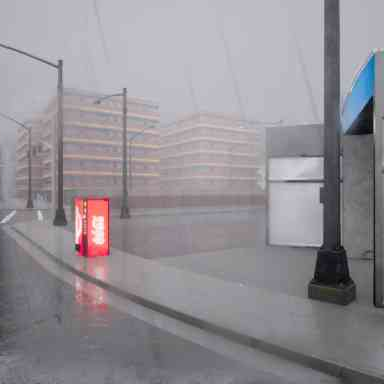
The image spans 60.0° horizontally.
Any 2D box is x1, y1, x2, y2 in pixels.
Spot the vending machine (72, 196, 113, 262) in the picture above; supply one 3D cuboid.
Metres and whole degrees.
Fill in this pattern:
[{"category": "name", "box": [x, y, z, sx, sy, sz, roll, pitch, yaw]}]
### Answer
[{"category": "vending machine", "box": [-3.375, 1.195, 11.275, 1.100, 2.100, 0.880, 0, 0, -36]}]
